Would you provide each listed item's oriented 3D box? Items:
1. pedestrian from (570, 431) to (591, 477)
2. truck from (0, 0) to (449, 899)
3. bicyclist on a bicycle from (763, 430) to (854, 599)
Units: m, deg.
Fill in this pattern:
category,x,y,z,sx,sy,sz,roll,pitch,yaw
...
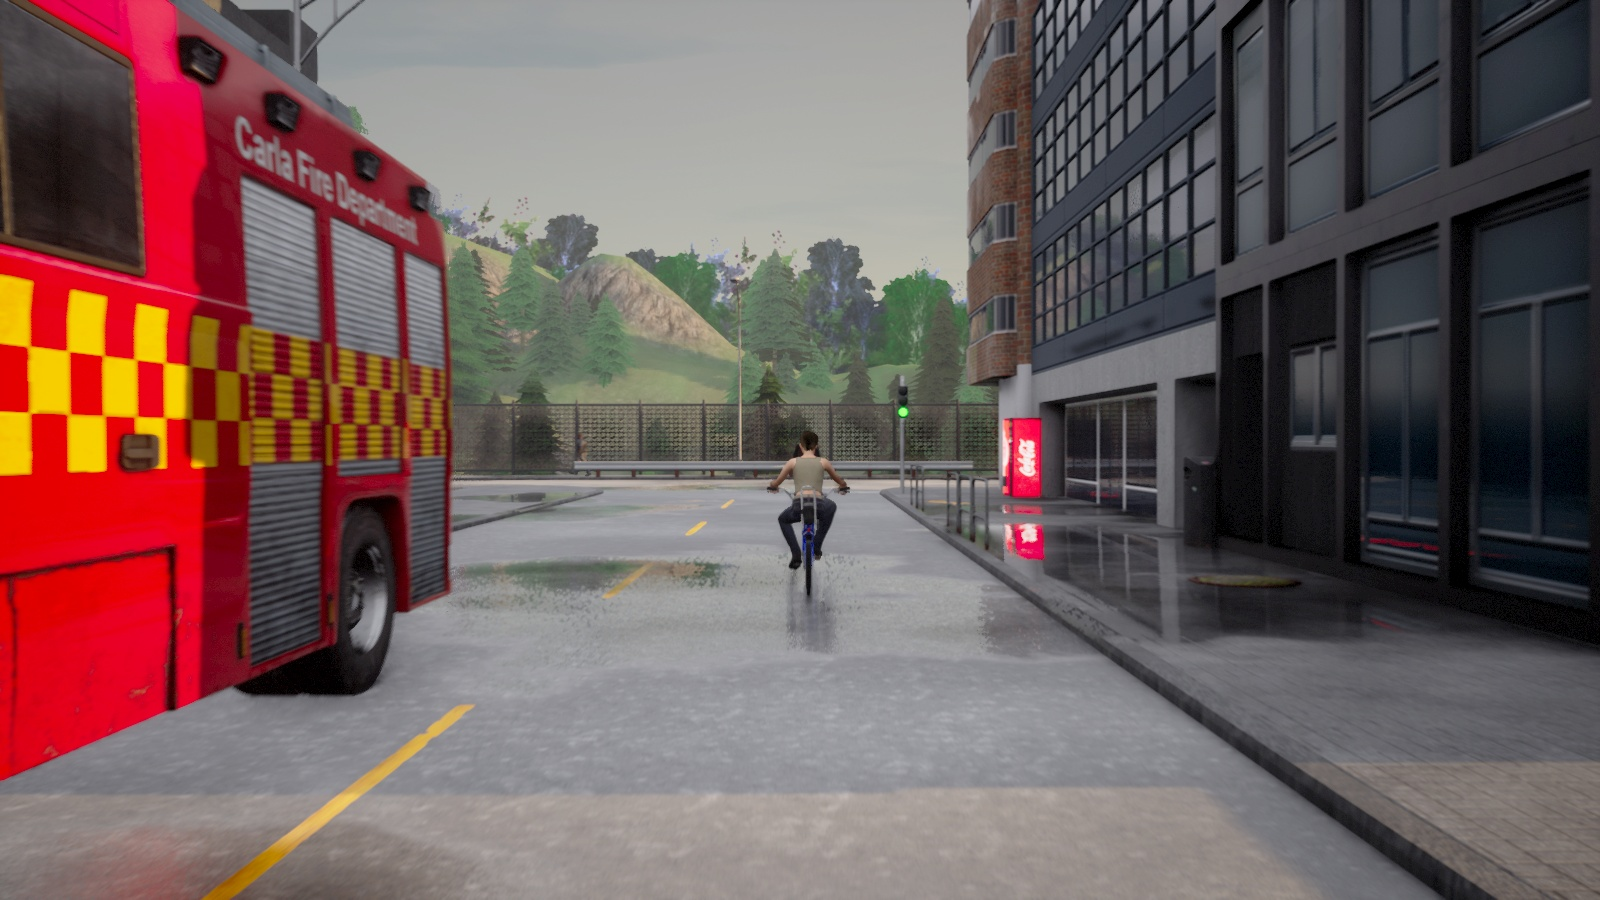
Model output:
category,x,y,z,sx,sy,sz,roll,pitch,yaw
pedestrian,-9.036,0.157,51.703,0.849,1.883,0.563,0,0,-10
truck,-3.958,-0.448,4.674,2.891,3.827,8.468,0,0,0
bicyclist on a bicycle,0.086,0.611,12.706,0.866,1.612,1.509,0,0,0
